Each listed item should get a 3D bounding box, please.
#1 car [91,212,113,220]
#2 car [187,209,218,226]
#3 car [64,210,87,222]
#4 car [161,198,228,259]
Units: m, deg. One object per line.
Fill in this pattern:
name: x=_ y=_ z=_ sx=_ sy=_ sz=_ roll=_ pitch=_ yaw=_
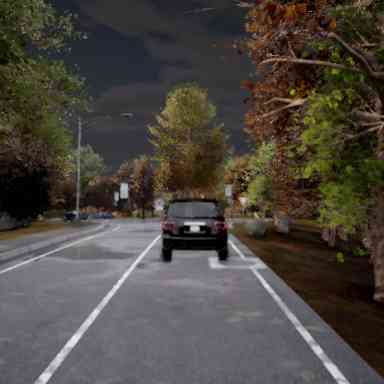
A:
car: x=-17.262 y=4.572 z=63.900 sx=1.812 sy=1.442 sz=4.674 roll=-3 pitch=-4 yaw=32
car: x=1.034 y=2.240 z=29.509 sx=2.033 sy=1.411 sz=5.357 roll=-1 pitch=-4 yaw=9
car: x=-15.862 y=3.242 z=45.101 sx=1.882 sy=1.535 sz=5.008 roll=2 pitch=-4 yaw=-36
car: x=0.100 y=1.232 z=12.642 sx=2.150 sy=2.045 sz=5.566 roll=0 pitch=-1 yaw=0
